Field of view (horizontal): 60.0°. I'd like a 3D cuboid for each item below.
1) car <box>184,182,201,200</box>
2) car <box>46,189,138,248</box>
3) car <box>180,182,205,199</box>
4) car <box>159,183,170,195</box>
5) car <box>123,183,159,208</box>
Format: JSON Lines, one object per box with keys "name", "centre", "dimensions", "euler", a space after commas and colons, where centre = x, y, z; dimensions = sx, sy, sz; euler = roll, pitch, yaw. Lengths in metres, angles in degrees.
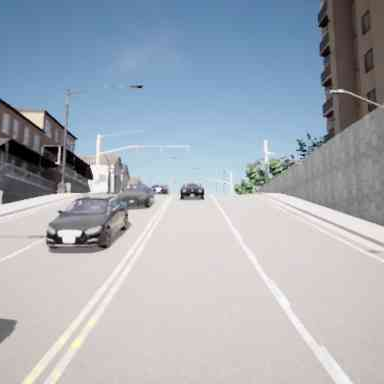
{"name": "car", "centre": [0.069, -0.078, 42.895], "dimensions": [2.097, 1.767, 4.553], "euler": [0, -6, 0]}
{"name": "car", "centre": [-3.572, 0.925, 12.110], "dimensions": [2.128, 1.511, 4.902], "euler": [0, 5, 0]}
{"name": "car", "centre": [0.022, -0.173, 26.889], "dimensions": [1.895, 1.301, 4.718], "euler": [0, 4, 0]}
{"name": "car", "centre": [-3.517, -0.287, 37.641], "dimensions": [2.128, 1.511, 4.902], "euler": [0, -3, 0]}
{"name": "car", "centre": [-3.565, 0.199, 21.642], "dimensions": [1.994, 1.385, 4.181], "euler": [0, 5, 0]}
